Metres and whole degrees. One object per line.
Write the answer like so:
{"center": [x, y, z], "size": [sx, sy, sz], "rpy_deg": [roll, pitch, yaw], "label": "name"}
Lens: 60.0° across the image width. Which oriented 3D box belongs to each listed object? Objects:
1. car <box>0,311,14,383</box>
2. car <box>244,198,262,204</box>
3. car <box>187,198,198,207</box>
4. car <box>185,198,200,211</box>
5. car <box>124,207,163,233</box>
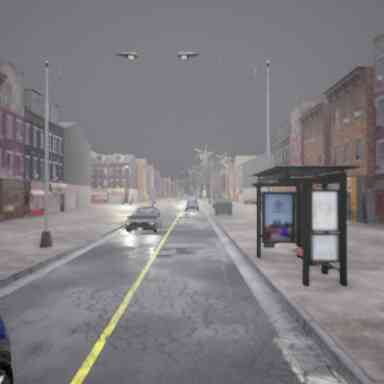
{"center": [-2.817, 1.359, 1.378], "size": [2.097, 1.767, 4.553], "rpy_deg": [0, 0, 0], "label": "car"}
{"center": [12.395, 1.888, 65.719], "size": [4.313, 1.339, 1.947], "rpy_deg": [0, 0, 0], "label": "car"}
{"center": [0.039, 1.818, 60.663], "size": [1.882, 1.535, 5.008], "rpy_deg": [0, 0, 0], "label": "car"}
{"center": [0.065, 1.793, 45.101], "size": [2.033, 1.411, 5.357], "rpy_deg": [0, 0, 1], "label": "car"}
{"center": [-2.837, 1.654, 20.761], "size": [2.033, 1.411, 5.357], "rpy_deg": [0, 0, 0], "label": "car"}
